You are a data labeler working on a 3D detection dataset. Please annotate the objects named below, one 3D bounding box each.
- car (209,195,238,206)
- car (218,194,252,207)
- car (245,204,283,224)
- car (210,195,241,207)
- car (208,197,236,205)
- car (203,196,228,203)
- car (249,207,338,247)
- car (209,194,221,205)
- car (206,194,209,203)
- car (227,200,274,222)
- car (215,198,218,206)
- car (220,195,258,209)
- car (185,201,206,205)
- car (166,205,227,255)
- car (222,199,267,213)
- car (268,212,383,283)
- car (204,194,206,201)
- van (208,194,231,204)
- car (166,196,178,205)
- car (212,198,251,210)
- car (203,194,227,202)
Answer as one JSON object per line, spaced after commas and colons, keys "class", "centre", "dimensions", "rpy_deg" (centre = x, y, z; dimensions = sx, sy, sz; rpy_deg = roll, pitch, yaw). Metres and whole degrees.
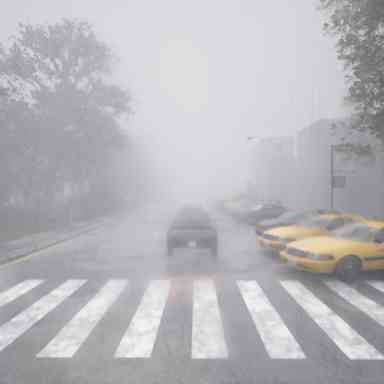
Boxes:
{"class": "car", "centre": [5.498, 1.495, 57.707], "dimensions": [4.553, 1.767, 2.185], "rpy_deg": [1, -1, -20]}
{"class": "car", "centre": [5.419, 1.419, 33.701], "dimensions": [4.553, 1.767, 2.185], "rpy_deg": [1, 0, -20]}
{"class": "car", "centre": [5.324, 1.520, 15.687], "dimensions": [4.892, 1.521, 2.231], "rpy_deg": [1, 0, -20]}
{"class": "car", "centre": [5.481, 1.482, 54.706], "dimensions": [4.553, 1.767, 2.185], "rpy_deg": [1, -1, -20]}
{"class": "car", "centre": [5.547, 1.675, 60.715], "dimensions": [4.674, 1.452, 2.002], "rpy_deg": [1, 0, -20]}
{"class": "car", "centre": [5.428, 1.701, 75.671], "dimensions": [5.366, 1.575, 1.946], "rpy_deg": [1, 0, -20]}
{"class": "car", "centre": [5.137, 1.510, 12.623], "dimensions": [5.366, 1.575, 1.946], "rpy_deg": [1, 0, -20]}
{"class": "car", "centre": [5.411, 1.306, 39.675], "dimensions": [5.566, 2.045, 2.435], "rpy_deg": [1, 0, -20]}
{"class": "car", "centre": [5.454, 1.334, 48.692], "dimensions": [5.566, 2.045, 2.435], "rpy_deg": [1, 0, -20]}
{"class": "car", "centre": [5.345, 1.569, 24.687], "dimensions": [4.674, 1.452, 2.002], "rpy_deg": [1, 0, -20]}
{"class": "car", "centre": [5.400, 1.590, 36.697], "dimensions": [4.674, 1.452, 2.002], "rpy_deg": [1, 0, -20]}
{"class": "car", "centre": [5.403, 1.413, 30.699], "dimensions": [4.553, 1.767, 2.185], "rpy_deg": [1, 0, -20]}
{"class": "car", "centre": [0.066, 1.649, 28.202], "dimensions": [1.895, 1.301, 4.718], "rpy_deg": [0, 0, 1]}
{"class": "car", "centre": [0.029, 1.523, 13.451], "dimensions": [2.128, 1.511, 4.902], "rpy_deg": [0, 0, 1]}
{"class": "car", "centre": [5.328, 1.562, 27.679], "dimensions": [4.792, 1.488, 2.163], "rpy_deg": [1, 0, -20]}
{"class": "car", "centre": [5.134, 1.507, 9.621], "dimensions": [5.366, 1.575, 1.946], "rpy_deg": [1, 0, -20]}
{"class": "car", "centre": [5.567, 1.663, 66.726], "dimensions": [5.008, 1.535, 2.097], "rpy_deg": [1, -1, -20]}
{"class": "van", "centre": [5.697, 1.453, 69.772], "dimensions": [4.442, 1.987, 1.878], "rpy_deg": [1, -1, -20]}
{"class": "car", "centre": [-3.873, 1.519, 64.539], "dimensions": [2.097, 1.767, 4.553], "rpy_deg": [0, 0, 1]}
{"class": "car", "centre": [5.429, 1.605, 45.690], "dimensions": [4.792, 1.488, 2.163], "rpy_deg": [1, 0, -20]}
{"class": "car", "centre": [5.637, 1.484, 81.764], "dimensions": [5.566, 2.045, 2.435], "rpy_deg": [1, -1, -20]}
